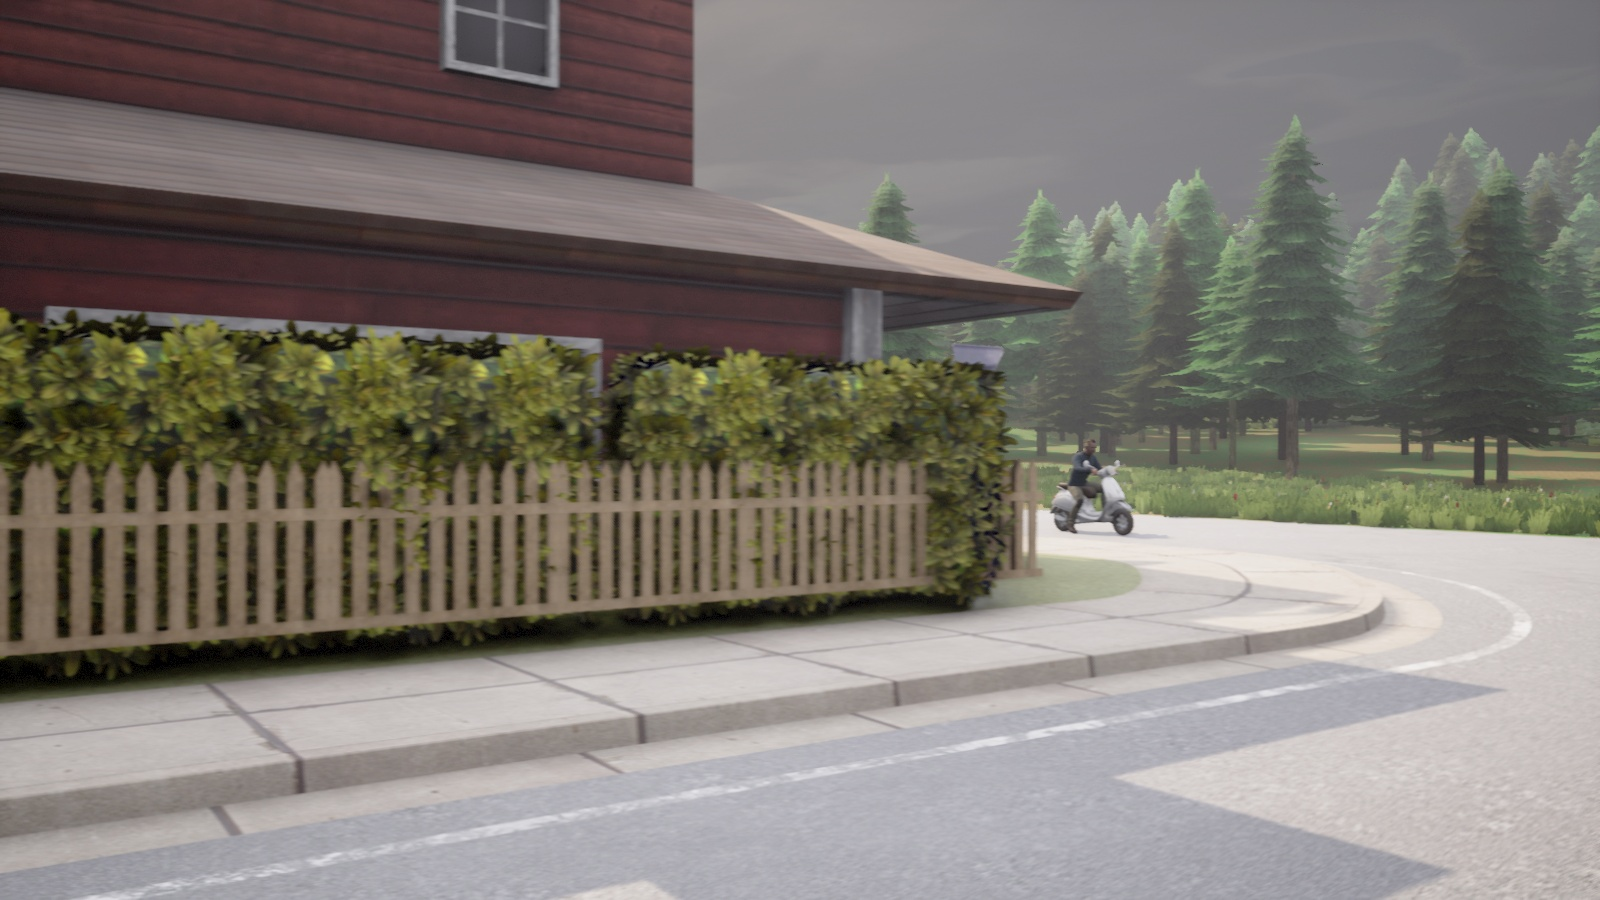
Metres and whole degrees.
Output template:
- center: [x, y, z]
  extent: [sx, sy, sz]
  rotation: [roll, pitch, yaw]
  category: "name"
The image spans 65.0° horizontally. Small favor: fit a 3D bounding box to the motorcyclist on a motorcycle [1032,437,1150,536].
- center: [4.876, 0.595, 21.156]
  extent: [0.866, 1.590, 1.817]
  rotation: [0, 0, -35]
  category: "motorcyclist on a motorcycle"
